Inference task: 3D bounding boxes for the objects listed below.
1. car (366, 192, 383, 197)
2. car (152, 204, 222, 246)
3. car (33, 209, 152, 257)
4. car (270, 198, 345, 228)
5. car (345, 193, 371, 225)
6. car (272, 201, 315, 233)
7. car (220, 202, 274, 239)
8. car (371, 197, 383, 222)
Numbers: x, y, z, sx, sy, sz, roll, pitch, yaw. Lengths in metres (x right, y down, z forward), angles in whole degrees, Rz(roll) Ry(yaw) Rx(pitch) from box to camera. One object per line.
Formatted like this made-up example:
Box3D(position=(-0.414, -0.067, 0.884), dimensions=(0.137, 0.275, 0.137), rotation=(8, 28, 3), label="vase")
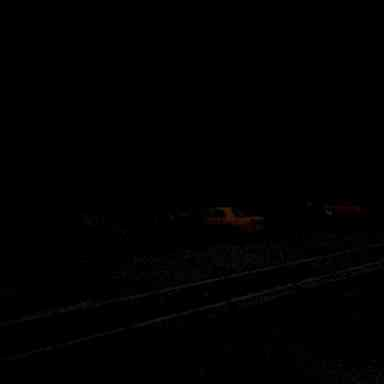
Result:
Box3D(position=(14.035, 1.003, 26.085), dimensions=(5.566, 2.045, 2.435), rotation=(-1, 0, 34), label="car")
Box3D(position=(-1.471, 1.455, 14.948), dimensions=(4.892, 1.521, 2.231), rotation=(-1, 0, 34), label="car")
Box3D(position=(-4.239, 1.489, 12.984), dimensions=(4.892, 1.521, 2.231), rotation=(-1, -1, 35), label="car")
Box3D(position=(6.778, 1.222, 20.892), dimensions=(4.553, 1.767, 2.185), rotation=(-1, -1, 34), label="car")
Box3D(position=(9.246, 1.190, 22.582), dimensions=(4.553, 1.767, 2.185), rotation=(-1, 0, 34), label="car")
Box3D(position=(4.072, 1.412, 18.887), dimensions=(4.792, 1.488, 2.163), rotation=(-1, -1, 34), label="car")
Box3D(position=(1.130, 1.419, 17.026), dimensions=(5.366, 1.575, 1.946), rotation=(-1, 0, 34), label="car")
Box3D(position=(11.646, 1.325, 24.339), dimensions=(4.674, 1.452, 2.002), rotation=(-1, -1, 34), label="car")
